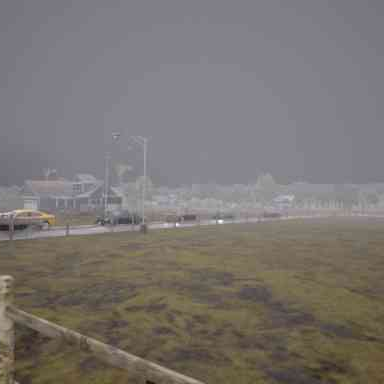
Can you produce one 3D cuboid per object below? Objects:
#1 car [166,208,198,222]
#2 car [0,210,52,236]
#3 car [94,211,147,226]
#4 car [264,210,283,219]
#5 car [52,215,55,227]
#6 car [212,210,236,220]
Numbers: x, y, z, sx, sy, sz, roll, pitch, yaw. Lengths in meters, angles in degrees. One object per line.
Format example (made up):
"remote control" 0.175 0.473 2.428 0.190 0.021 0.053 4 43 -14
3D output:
"car" -1.105 2.689 39.698 2.097 1.767 4.553 0 -2 36
"car" -11.453 1.939 19.979 2.128 1.511 4.902 0 -2 35
"car" -6.691 2.490 31.818 2.033 1.411 5.357 0 -2 35
"car" 13.675 3.719 55.483 1.882 1.535 5.008 0 -3 35
"car" -12.319 2.030 23.780 1.882 1.535 5.008 0 -2 34
"car" 4.664 3.318 47.801 1.994 1.385 4.181 0 -2 35
